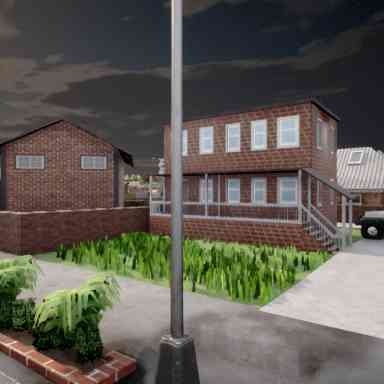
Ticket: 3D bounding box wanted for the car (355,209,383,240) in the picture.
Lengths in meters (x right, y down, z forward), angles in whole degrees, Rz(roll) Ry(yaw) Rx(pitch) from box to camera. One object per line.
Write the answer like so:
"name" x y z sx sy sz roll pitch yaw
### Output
"car" 8.443 0.973 12.627 3.866 1.878 1.905 0 0 36
